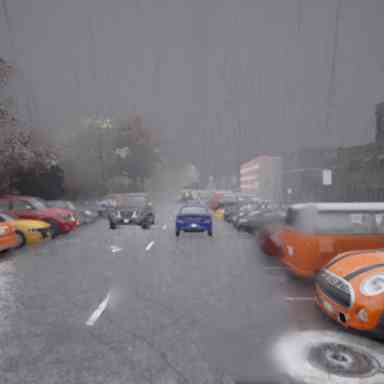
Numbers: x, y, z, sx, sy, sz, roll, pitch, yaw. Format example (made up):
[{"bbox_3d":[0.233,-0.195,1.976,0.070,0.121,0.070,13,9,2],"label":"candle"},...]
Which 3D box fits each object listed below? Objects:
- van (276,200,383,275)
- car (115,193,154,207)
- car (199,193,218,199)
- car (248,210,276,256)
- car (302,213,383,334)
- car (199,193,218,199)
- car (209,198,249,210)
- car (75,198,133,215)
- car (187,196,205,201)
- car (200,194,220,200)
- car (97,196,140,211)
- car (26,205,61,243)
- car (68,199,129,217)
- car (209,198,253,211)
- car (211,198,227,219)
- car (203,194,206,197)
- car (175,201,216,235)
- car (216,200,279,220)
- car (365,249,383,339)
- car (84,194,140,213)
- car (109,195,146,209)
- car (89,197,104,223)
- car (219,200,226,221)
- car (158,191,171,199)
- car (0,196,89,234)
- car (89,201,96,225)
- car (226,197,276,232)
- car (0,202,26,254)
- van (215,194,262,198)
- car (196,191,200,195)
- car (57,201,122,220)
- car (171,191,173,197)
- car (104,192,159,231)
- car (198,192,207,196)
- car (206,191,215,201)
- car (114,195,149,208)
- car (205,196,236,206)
[{"bbox_3d":[4.653,1.254,8.402,4.442,1.987,1.878,0,0,0],"label":"van"},{"bbox_3d":[-8.588,1.179,50.212,5.566,2.045,2.435,0,0,0],"label":"car"},{"bbox_3d":[4.351,1.156,87.494,5.008,1.535,2.097,0,0,0],"label":"car"},{"bbox_3d":[4.564,1.509,11.248,4.792,1.488,2.163,0,0,0],"label":"car"},{"bbox_3d":[4.568,1.355,5.681,4.553,1.767,2.185,0,0,0],"label":"car"},{"bbox_3d":[4.347,1.146,90.319,5.008,1.535,2.097,0,0,0],"label":"car"},{"bbox_3d":[4.553,1.472,41.865,4.792,1.488,2.163,0,0,0],"label":"car"},{"bbox_3d":[-8.738,1.453,33.378,5.366,1.575,1.946,0,0,0],"label":"car"},{"bbox_3d":[0.085,1.517,37.195,2.033,1.411,5.357,0,0,0],"label":"car"},{"bbox_3d":[4.324,1.225,79.016,4.674,1.452,2.002,0,0,0],"label":"car"},{"bbox_3d":[-8.524,1.321,39.072,4.553,1.767,2.185,0,0,0],"label":"car"},{"bbox_3d":[-8.550,1.477,14.006,5.008,1.535,2.097,0,0,0],"label":"car"},{"bbox_3d":[-8.557,1.460,30.718,5.008,1.535,2.097,0,0,0],"label":"car"},{"bbox_3d":[4.531,1.448,39.081,4.892,1.521,2.231,0,0,0],"label":"car"},{"bbox_3d":[4.344,1.464,25.165,5.366,1.575,1.946,0,0,0],"label":"car"},{"bbox_3d":[4.706,1.427,50.214,5.366,1.575,1.946,0,0,0],"label":"car"},{"bbox_3d":[0.092,1.472,18.648,1.882,1.535,5.008,0,0,0],"label":"car"},{"bbox_3d":[4.535,1.465,27.948,4.892,1.521,2.231,0,0,0],"label":"car"},{"bbox_3d":[4.724,1.477,2.898,5.366,1.575,1.946,0,0,0],"label":"car"},{"bbox_3d":[-8.582,1.200,36.162,5.566,2.045,2.435,0,0,0],"label":"car"},{"bbox_3d":[-8.588,1.313,44.517,4.553,1.767,2.185,0,0,0],"label":"car"},{"bbox_3d":[-8.580,1.345,22.363,4.553,1.767,2.185,0,0,0],"label":"car"},{"bbox_3d":[4.525,1.472,22.382,4.892,1.521,2.231,0,0,0],"label":"car"},{"bbox_3d":[-8.215,1.049,81.835,4.553,1.767,2.185,0,0,0],"label":"car"},{"bbox_3d":[-8.519,1.224,16.793,5.566,2.045,2.435,0,0,0],"label":"car"},{"bbox_3d":[-8.554,1.475,19.577,4.892,1.521,2.231,0,0,0],"label":"car"},{"bbox_3d":[4.563,1.348,19.597,4.553,1.767,2.185,0,0,0],"label":"car"},{"bbox_3d":[-8.513,1.353,11.221,4.553,1.767,2.185,0,0,0],"label":"car"},{"bbox_3d":[4.645,1.234,30.731,4.442,1.987,1.878,0,0,0],"label":"van"},{"bbox_3d":[4.154,1.163,84.668,5.366,1.575,1.946,0,0,0],"label":"car"},{"bbox_3d":[-8.521,1.493,27.932,4.792,1.488,2.163,0,0,0],"label":"car"},{"bbox_3d":[-8.232,1.147,90.307,4.892,1.521,2.231,0,0,0],"label":"car"},{"bbox_3d":[-3.608,1.214,21.015,2.150,2.045,5.566,0,0,0],"label":"car"},{"bbox_3d":[4.291,1.225,76.190,4.792,1.488,2.163,0,0,0],"label":"car"},{"bbox_3d":[4.555,1.204,33.514,5.566,2.045,2.435,0,0,0],"label":"car"},{"bbox_3d":[-8.589,1.309,47.302,4.553,1.767,2.185,0,0,0],"label":"car"},{"bbox_3d":[4.504,1.466,52.856,4.674,1.452,2.002,-1,0,0],"label":"car"}]
